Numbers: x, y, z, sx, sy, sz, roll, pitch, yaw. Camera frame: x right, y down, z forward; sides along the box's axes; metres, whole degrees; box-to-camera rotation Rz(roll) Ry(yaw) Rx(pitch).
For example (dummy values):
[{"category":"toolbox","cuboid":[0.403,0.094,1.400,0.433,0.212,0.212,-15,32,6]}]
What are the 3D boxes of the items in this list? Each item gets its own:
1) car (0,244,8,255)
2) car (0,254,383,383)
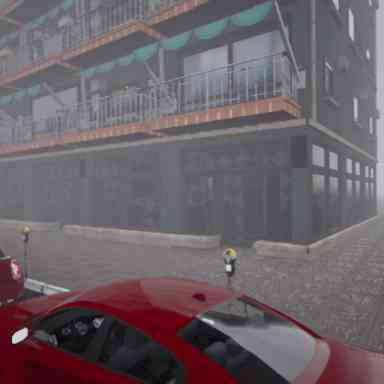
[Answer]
[{"category":"car","cuboid":[-5.127,1.468,6.547,4.097,1.590,1.967,0,0,36]},{"category":"car","cuboid":[-0.543,1.553,3.266,4.507,1.381,1.887,0,0,36]}]
